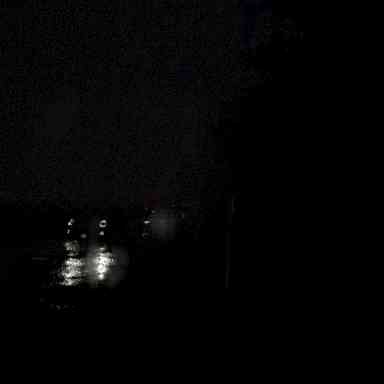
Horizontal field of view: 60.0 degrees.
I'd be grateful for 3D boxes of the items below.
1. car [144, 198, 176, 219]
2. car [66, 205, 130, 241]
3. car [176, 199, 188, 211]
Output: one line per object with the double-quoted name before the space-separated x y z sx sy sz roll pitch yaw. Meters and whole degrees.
"car" -3.386 1.637 34.315 2.150 2.045 5.566 3 -1 5
"car" -4.861 1.520 17.823 2.097 1.767 4.553 3 -1 5
"car" -1.824 1.931 50.887 2.097 1.767 4.553 3 0 5
